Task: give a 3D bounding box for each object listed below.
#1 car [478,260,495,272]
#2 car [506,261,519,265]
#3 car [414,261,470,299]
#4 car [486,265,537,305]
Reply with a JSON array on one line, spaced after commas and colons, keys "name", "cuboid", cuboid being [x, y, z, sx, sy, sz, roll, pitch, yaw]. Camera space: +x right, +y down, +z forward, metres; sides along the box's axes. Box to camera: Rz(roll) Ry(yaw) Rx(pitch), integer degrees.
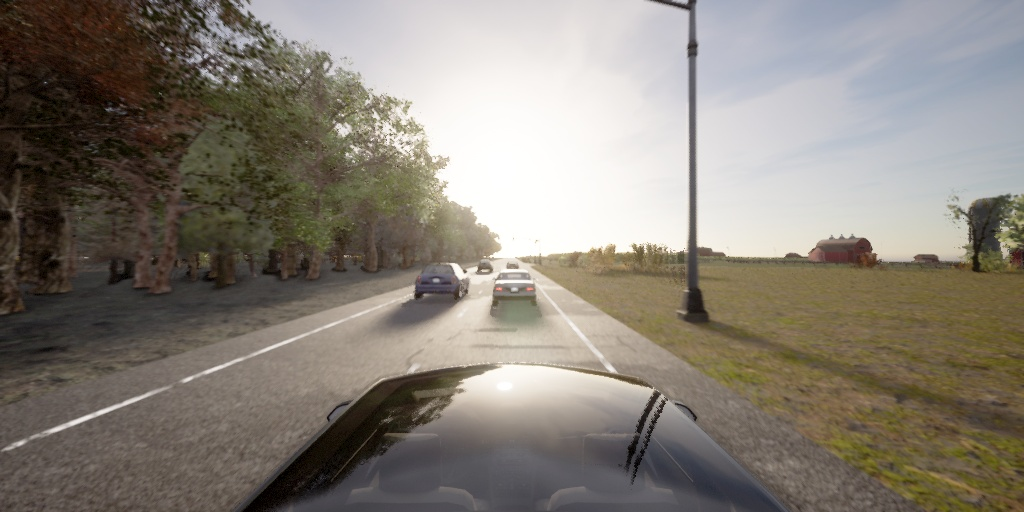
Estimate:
[{"name": "car", "cuboid": [-3.406, 1.284, 46.675, 1.837, 1.490, 4.892, 0, 0, 0]}, {"name": "car", "cuboid": [0.093, 1.384, 51.997, 1.895, 1.301, 4.718, 0, 0, 0]}, {"name": "car", "cuboid": [-3.402, 1.117, 18.230, 2.097, 1.767, 4.553, 0, 0, 0]}, {"name": "car", "cuboid": [0.097, 1.310, 16.073, 2.033, 1.411, 5.357, 0, 0, 0]}]
